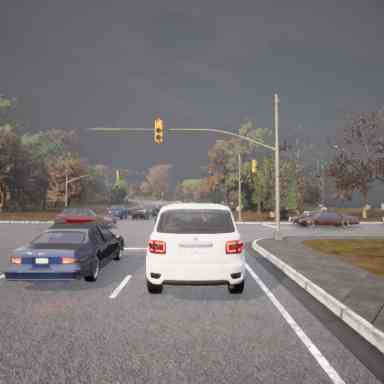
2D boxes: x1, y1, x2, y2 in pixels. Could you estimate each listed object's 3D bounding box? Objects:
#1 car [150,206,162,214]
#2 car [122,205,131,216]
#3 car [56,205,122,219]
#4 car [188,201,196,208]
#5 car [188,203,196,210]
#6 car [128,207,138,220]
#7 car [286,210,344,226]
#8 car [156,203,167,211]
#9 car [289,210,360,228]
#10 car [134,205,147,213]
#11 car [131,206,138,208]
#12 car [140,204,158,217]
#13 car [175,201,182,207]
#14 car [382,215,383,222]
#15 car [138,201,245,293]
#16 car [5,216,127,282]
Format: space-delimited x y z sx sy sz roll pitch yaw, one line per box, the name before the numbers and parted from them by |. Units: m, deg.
car | -7.018 3.490 65.271 1.895 1.301 4.718 0 0 1
car | -10.592 2.815 47.183 2.150 2.045 5.566 0 -2 -2
car | -8.189 2.051 25.927 4.553 1.767 2.097 0 -3 5
car | -0.088 3.299 87.819 1.837 1.490 4.892 0 0 -3
car | 0.026 3.343 77.667 1.837 1.490 4.892 0 0 0
car | -7.071 3.150 45.821 1.895 1.301 4.718 0 -2 -1
car | 12.007 2.493 32.670 4.902 1.511 2.128 0 -3 -1
car | -6.974 3.391 75.968 2.033 1.411 5.357 0 0 0
car | 11.726 2.391 29.155 5.357 1.411 2.033 0 -3 -1
car | -10.487 3.490 67.758 1.895 1.301 4.718 0 0 0
car | -10.558 3.377 57.475 2.033 1.411 5.357 0 -1 1
car | -7.071 3.015 55.349 2.150 2.045 5.566 0 -1 0
car | -3.564 3.105 87.467 1.882 1.535 5.008 0 0 -3
car | 21.429 2.510 33.030 4.902 1.511 2.128 0 -3 -3
car | 0.086 1.321 9.202 2.150 2.045 5.566 0 -1 0
car | -3.414 1.665 10.057 2.033 1.411 5.357 0 -1 0
